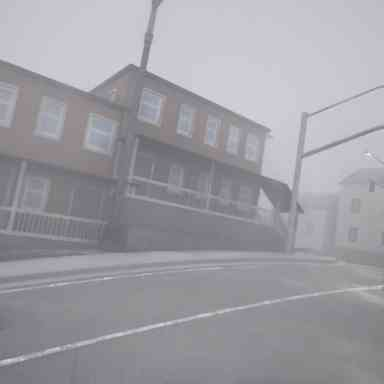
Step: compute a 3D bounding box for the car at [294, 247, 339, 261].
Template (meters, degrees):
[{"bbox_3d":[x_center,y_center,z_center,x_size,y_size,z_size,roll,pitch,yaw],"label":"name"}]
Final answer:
[{"bbox_3d":[10.154,5.551,28.700,1.837,1.490,4.892,13,-16,-34],"label":"car"}]
